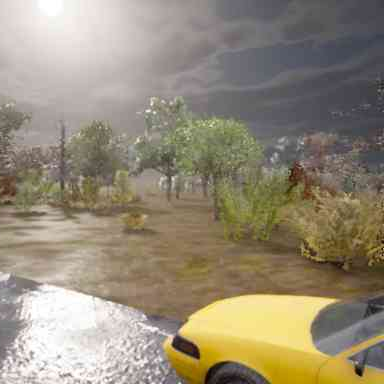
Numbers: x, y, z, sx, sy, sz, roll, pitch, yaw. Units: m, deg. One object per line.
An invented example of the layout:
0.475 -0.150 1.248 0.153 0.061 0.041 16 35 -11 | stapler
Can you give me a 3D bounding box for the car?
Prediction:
2.231 1.476 2.737 5.366 1.575 1.801 1 1 33 | car
